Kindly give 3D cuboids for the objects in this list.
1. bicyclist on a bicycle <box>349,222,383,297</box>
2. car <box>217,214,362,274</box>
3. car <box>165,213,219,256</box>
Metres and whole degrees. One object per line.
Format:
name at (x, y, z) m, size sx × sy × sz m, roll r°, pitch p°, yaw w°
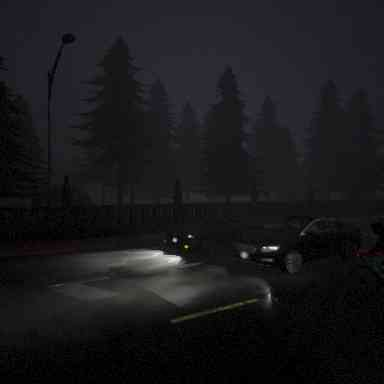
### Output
bicyclist on a bicycle at (3.991, 1.455, 6.822) m, size 0.582 × 1.620 × 1.656 m, roll 0°, pitch -2°, yaw -35°
car at (3.473, 1.491, 10.629) m, size 4.902 × 1.511 × 2.128 m, roll 0°, pitch 0°, yaw -34°
car at (1.024, 1.564, 13.193) m, size 4.181 × 1.385 × 1.994 m, roll 0°, pitch 0°, yaw -34°
